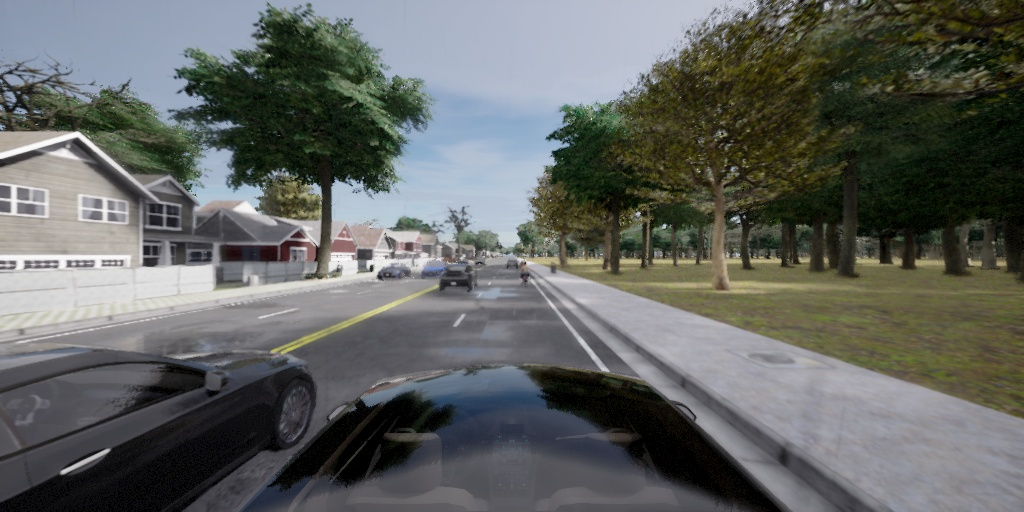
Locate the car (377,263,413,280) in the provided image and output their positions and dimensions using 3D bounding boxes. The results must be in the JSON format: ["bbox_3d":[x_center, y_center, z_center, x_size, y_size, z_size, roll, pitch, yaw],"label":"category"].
[{"bbox_3d":[-9.843,1.295,30.306,1.994,1.385,4.181,0,0,0],"label":"car"}]

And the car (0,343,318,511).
[{"bbox_3d":[-3.149,1.275,2.196,1.812,1.442,4.674,0,0,0],"label":"car"}]

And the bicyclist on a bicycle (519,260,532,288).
[{"bbox_3d":[0.864,1.172,22.716,0.866,1.612,1.509,0,0,0],"label":"bicyclist on a bicycle"}]

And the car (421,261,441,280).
[{"bbox_3d":[-6.593,1.208,31.441,1.882,1.535,5.008,0,0,0],"label":"car"}]

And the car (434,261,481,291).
[{"bbox_3d":[-3.147,1.241,21.710,1.837,1.490,4.892,0,0,0],"label":"car"}]

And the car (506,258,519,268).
[{"bbox_3d":[0.054,1.216,58.393,2.128,1.511,4.902,0,0,1],"label":"car"}]
